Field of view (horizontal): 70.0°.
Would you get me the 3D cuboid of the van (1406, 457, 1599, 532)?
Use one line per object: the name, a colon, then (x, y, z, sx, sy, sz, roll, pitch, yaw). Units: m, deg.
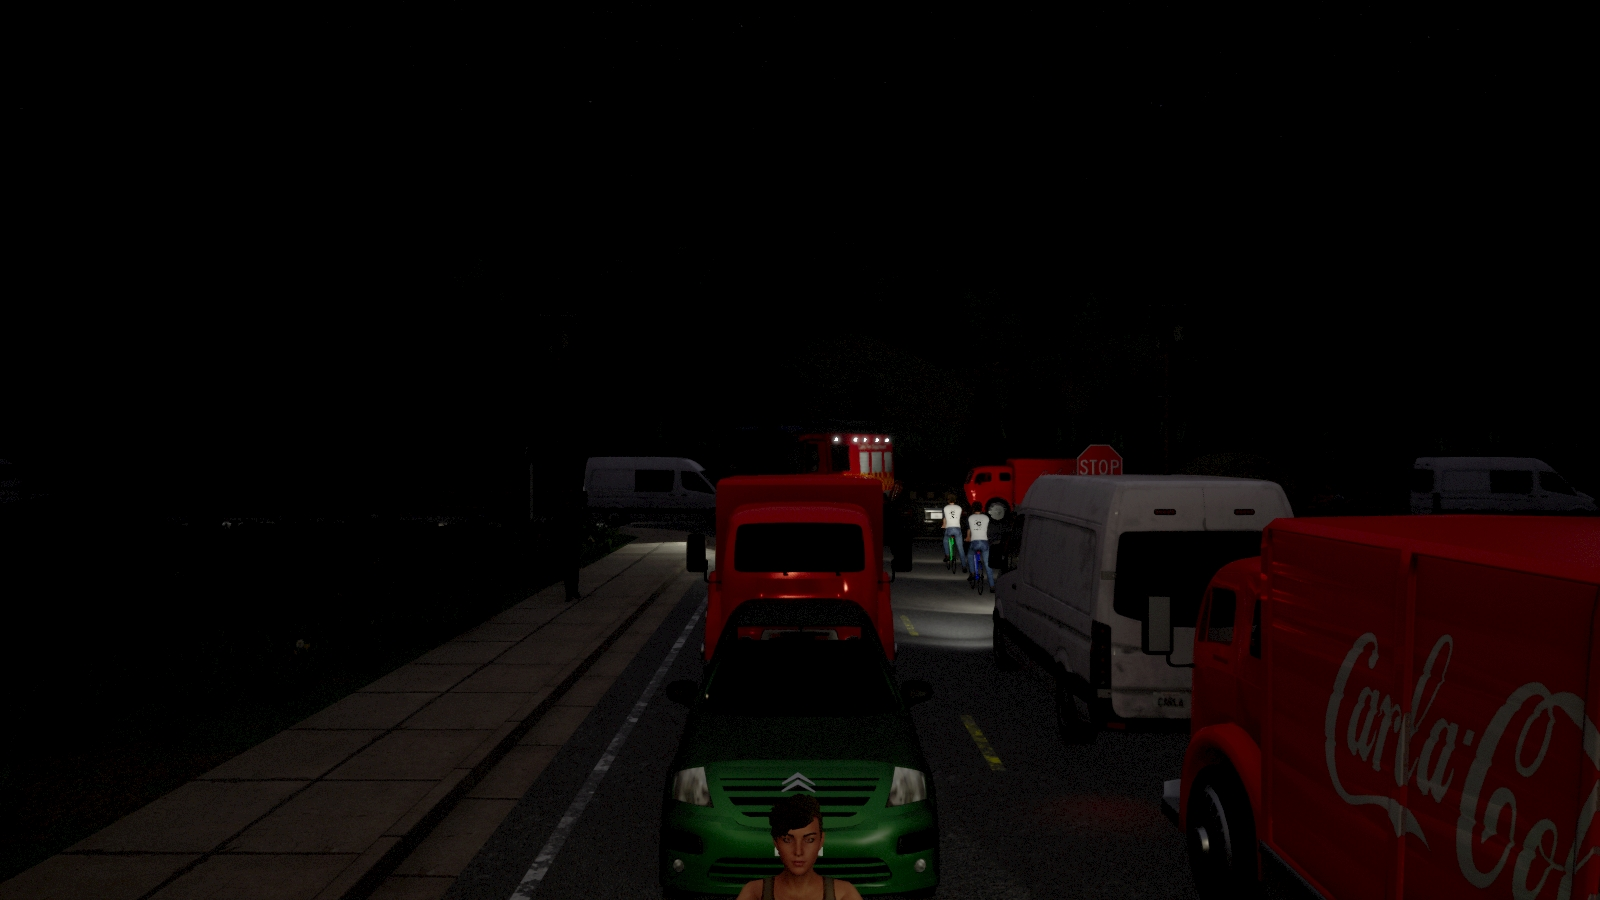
van: (24.857, 1.524, 40.273, 5.915, 2.561, 1.988, 0, 0, 3)

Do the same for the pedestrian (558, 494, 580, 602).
pedestrian: (-4.056, 1.707, 20.092, 0.375, 1.860, 0.375, 0, 0, -10)

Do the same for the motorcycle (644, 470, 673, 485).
motorcycle: (-11.450, 2.224, 92.284, 2.209, 1.251, 0.867, 0, 0, 6)

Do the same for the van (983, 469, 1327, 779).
van: (3.517, 1.543, 12.749, 1.988, 2.561, 5.915, 0, 0, 0)

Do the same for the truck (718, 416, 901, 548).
truck: (0.575, 0.907, 37.567, 2.891, 3.827, 8.468, 0, 0, 24)

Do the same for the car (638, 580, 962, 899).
car: (-0.002, 2.006, 8.512, 1.851, 1.617, 3.988, 0, 0, 0)

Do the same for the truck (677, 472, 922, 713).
truck: (-0.012, 1.575, 14.854, 2.627, 2.467, 5.204, 0, 0, 0)

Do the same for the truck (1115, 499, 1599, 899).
truck: (3.501, 1.572, 5.334, 2.627, 2.467, 5.204, 0, 0, 0)

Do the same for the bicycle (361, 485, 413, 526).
bicycle: (-15.249, 2.051, 42.203, 1.835, 1.471, 0.329, 0, 0, 3)

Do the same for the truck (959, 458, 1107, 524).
truck: (8.980, 1.563, 44.439, 5.204, 2.467, 2.627, 0, 0, 0)

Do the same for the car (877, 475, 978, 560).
car: (3.475, 1.799, 32.193, 2.150, 2.045, 5.566, 0, 0, -1)

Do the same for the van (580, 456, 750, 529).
van: (-4.862, 1.527, 41.713, 5.915, 2.561, 1.988, 0, 0, 3)
